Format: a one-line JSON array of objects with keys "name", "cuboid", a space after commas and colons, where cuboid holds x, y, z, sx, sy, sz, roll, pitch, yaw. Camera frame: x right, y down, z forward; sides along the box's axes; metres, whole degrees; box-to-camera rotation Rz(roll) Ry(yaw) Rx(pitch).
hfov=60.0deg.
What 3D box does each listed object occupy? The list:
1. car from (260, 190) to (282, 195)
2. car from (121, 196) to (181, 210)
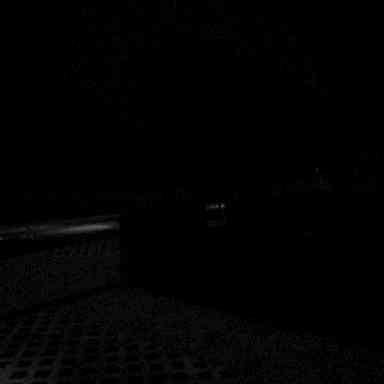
[{"name": "car", "cuboid": [9.155, 0.529, 38.753, 2.128, 1.511, 4.902, 0, 2, 36]}, {"name": "car", "cuboid": [-2.649, 1.057, 22.331, 2.128, 1.511, 4.902, 0, 1, 36]}]
